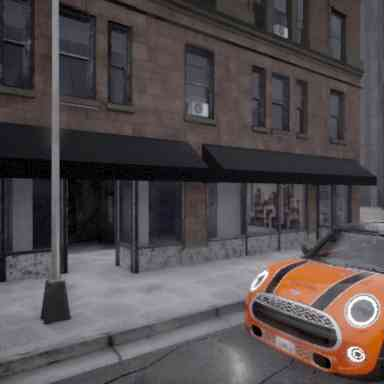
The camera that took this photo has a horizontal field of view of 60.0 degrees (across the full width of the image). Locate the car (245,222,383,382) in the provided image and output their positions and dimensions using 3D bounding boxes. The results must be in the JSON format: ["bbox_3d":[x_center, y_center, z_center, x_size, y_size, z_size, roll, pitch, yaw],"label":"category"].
[{"bbox_3d":[3.023,1.350,5.515,4.553,1.767,2.097,0,0,-35],"label":"car"}]
